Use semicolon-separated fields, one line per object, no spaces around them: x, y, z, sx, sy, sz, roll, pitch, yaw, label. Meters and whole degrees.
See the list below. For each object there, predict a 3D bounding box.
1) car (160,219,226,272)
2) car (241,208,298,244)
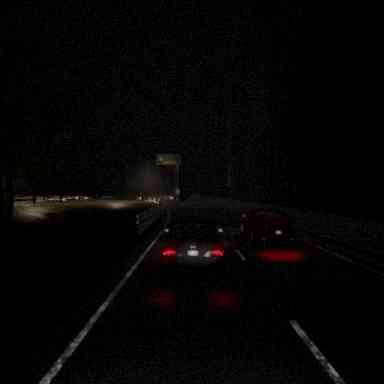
0.049;1.581;10.821;2.033;1.411;5.357;0;0;1;car
3.588;1.529;16.183;1.882;1.535;5.008;0;0;0;car
